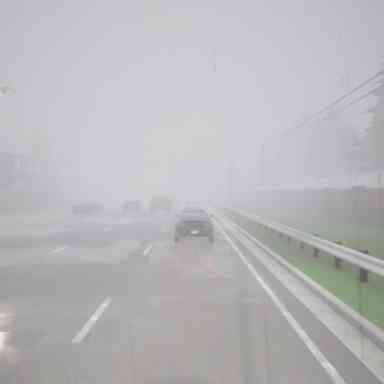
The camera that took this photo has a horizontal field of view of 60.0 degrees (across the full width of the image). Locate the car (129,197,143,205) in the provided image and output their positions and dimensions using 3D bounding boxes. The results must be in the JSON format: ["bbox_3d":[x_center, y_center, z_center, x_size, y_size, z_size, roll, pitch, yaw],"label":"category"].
[{"bbox_3d":[-10.379,1.638,62.355,1.812,1.442,4.674,0,0,0],"label":"car"}]

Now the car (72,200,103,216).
[{"bbox_3d":[-10.390,1.538,33.288,1.882,1.535,5.008,0,0,0],"label":"car"}]

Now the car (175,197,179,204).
[{"bbox_3d":[-3.380,1.639,63.073,1.812,1.442,4.674,0,0,0],"label":"car"}]

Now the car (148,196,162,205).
[{"bbox_3d":[-6.881,1.604,62.749,2.128,1.511,4.902,0,0,0],"label":"car"}]

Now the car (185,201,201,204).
[{"bbox_3d":[0.115,1.673,40.007,1.895,1.301,4.718,0,0,0],"label":"car"}]

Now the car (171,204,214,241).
[{"bbox_3d":[0.106,1.556,16.626,1.812,1.442,4.674,0,0,0],"label":"car"}]

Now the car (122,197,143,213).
[{"bbox_3d":[-6.888,1.561,38.825,2.128,1.511,4.902,0,0,0],"label":"car"}]

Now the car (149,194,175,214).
[{"bbox_3d":[-3.387,1.288,37.064,2.150,2.045,5.566,0,0,0],"label":"car"}]
